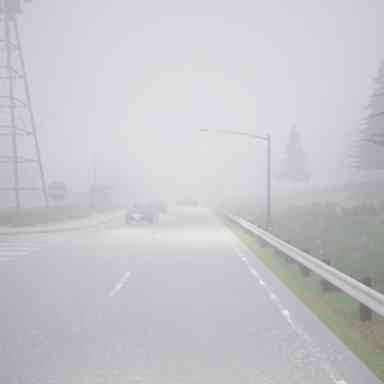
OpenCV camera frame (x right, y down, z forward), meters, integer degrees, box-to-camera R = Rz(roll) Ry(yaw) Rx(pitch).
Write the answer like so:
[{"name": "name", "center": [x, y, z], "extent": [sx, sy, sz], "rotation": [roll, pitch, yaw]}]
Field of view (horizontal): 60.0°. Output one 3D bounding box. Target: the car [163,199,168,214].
[{"name": "car", "center": [-3.576, 1.492, 35.339], "extent": [1.837, 1.490, 4.892], "rotation": [0, 0, 0]}]

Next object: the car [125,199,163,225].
[{"name": "car", "center": [-3.605, 1.484, 24.335], "extent": [2.128, 1.511, 4.902], "rotation": [0, 0, 0]}]

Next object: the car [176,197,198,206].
[{"name": "car", "center": [-0.799, 1.472, 52.812], "extent": [2.128, 1.511, 4.902], "rotation": [0, 0, -29]}]
